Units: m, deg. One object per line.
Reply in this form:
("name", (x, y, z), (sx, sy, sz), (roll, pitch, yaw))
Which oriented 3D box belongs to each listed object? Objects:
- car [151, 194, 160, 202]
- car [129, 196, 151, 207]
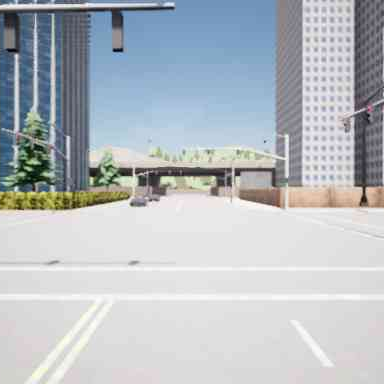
("car", (-7.001, 1.162, 62.826), (2.033, 1.411, 5.357), (0, 0, 0))
("car", (-7.080, 1.290, 44.515), (1.994, 1.385, 4.181), (0, 0, 0))
